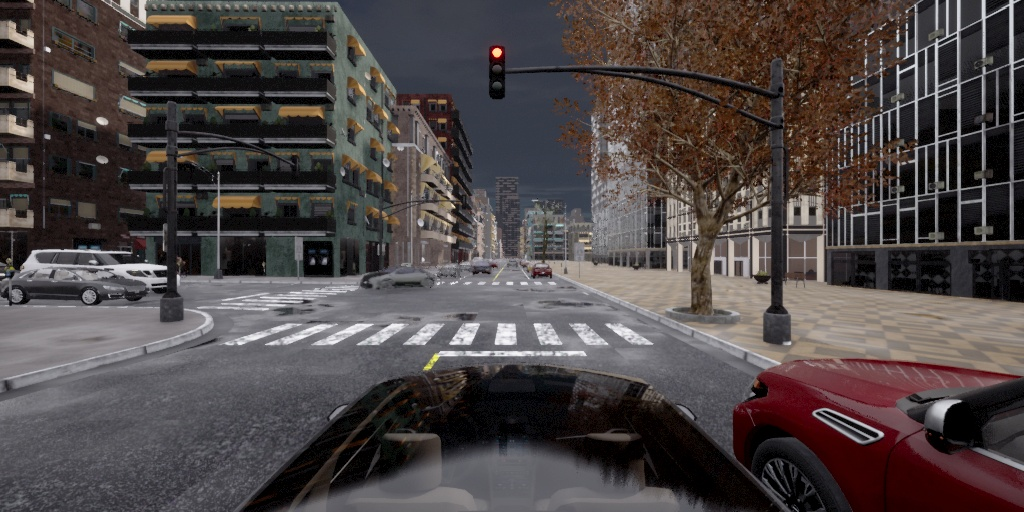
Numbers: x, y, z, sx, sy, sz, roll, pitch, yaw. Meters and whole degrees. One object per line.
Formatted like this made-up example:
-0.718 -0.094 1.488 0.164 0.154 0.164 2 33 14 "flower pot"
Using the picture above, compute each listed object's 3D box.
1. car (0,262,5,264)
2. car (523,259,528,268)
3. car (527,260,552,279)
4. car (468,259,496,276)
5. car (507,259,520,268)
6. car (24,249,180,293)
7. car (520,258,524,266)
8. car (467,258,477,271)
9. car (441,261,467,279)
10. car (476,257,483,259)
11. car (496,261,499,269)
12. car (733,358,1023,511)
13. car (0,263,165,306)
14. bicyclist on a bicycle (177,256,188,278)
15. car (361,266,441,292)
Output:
-33.196 0.869 21.801 4.403 1.370 2.007 0 0 -1 "car"
2.676 1.298 44.253 1.751 1.417 4.829 0 0 0 "car"
2.680 1.307 33.018 1.888 1.381 4.507 0 0 0 "car"
-3.114 1.314 38.137 2.033 1.411 5.357 0 0 0 "car"
0.078 1.290 64.494 2.128 1.511 4.902 0 0 0 "car"
-18.432 0.738 16.164 5.566 2.045 2.150 1 0 -1 "car"
2.670 1.375 60.681 1.802 1.307 4.207 0 0 0 "car"
-5.704 1.323 44.081 2.007 1.370 4.403 0 0 0 "car"
-5.700 1.313 33.015 2.007 1.370 4.403 0 0 0 "car"
-5.708 1.226 55.146 1.967 1.591 4.097 0 0 0 "car"
-3.103 1.389 56.502 1.895 1.301 4.718 0 0 0 "car"
2.691 1.065 0.631 2.192 1.841 5.009 0 0 0 "car"
-16.439 1.091 13.596 4.403 1.370 2.007 0 0 -1 "car"
-23.177 0.761 24.854 0.582 1.620 1.656 1 0 -1 "bicyclist on a bicycle"
-6.738 1.311 21.459 4.181 1.385 1.994 0 1 -44 "car"
